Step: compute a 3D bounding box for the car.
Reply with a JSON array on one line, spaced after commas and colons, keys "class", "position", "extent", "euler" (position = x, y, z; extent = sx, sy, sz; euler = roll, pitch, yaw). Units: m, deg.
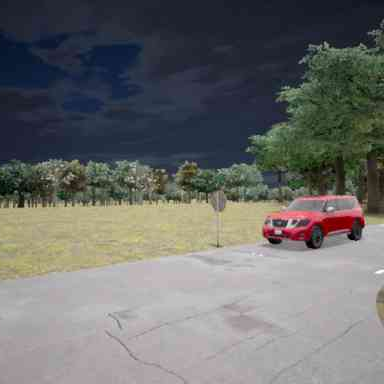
[{"class": "car", "position": [5.510, 1.198, 14.695], "extent": [5.566, 2.045, 2.150], "euler": [0, -1, -39]}]
